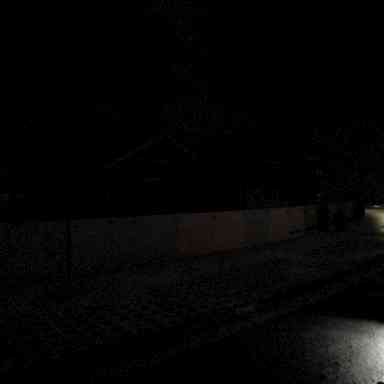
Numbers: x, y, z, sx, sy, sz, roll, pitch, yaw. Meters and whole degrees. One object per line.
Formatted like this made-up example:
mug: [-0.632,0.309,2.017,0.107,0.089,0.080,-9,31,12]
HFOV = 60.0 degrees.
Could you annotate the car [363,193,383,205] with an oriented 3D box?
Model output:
car: [30.942,1.172,56.150,2.150,2.045,5.566,0,0,4]

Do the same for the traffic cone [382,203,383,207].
traffic cone: [27.768,1.916,48.260,0.340,0.580,0.340,0,0,13]
